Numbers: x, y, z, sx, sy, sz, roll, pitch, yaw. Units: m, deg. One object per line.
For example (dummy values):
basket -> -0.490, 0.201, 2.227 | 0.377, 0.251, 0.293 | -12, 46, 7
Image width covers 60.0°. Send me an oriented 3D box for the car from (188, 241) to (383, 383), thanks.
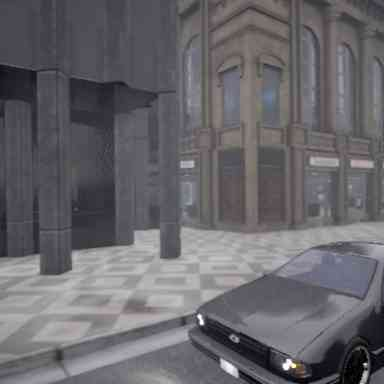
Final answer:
car -> 2.581, 1.545, 5.191 | 5.357, 1.411, 2.033 | 0, 0, -35
